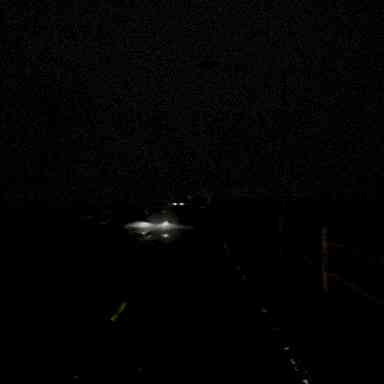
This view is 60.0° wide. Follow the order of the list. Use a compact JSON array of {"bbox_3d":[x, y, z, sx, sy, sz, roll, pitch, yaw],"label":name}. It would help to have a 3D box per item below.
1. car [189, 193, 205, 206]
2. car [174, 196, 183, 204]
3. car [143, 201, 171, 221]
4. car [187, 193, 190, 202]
[{"bbox_3d":[0.973,1.402,55.185,2.097,1.767,4.553,0,0,0],"label":"car"},{"bbox_3d":[-2.739,1.605,68.002,2.033,1.411,5.357,0,0,0],"label":"car"},{"bbox_3d":[-2.844,1.492,27.675,1.882,1.535,5.008,0,0,0],"label":"car"},{"bbox_3d":[0.016,1.162,73.922,2.150,2.045,5.566,0,0,0],"label":"car"}]
